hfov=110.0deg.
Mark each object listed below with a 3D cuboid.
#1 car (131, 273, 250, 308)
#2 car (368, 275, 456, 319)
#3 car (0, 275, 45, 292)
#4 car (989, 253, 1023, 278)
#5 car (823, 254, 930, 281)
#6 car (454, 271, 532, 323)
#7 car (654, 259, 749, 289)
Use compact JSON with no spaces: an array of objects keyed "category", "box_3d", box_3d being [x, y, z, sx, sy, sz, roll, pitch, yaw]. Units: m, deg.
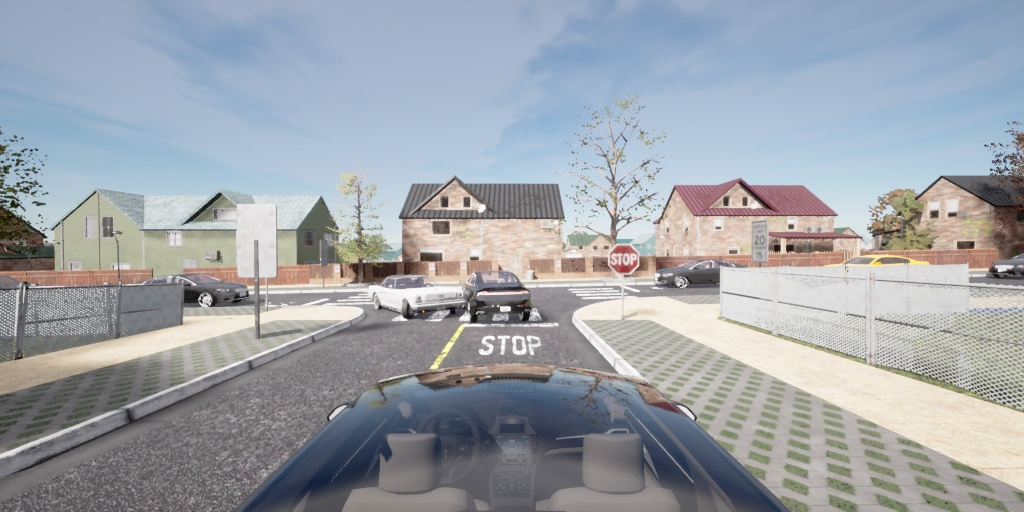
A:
[{"category":"car","box_3d":[-14.904,1.566,16.563,4.902,1.511,2.128,-1,1,0]},{"category":"car","box_3d":[-3.604,1.368,13.069,1.895,1.301,4.718,0,0,-38]},{"category":"car","box_3d":[-24.242,1.648,16.522,4.553,1.767,2.097,-1,1,0]},{"category":"car","box_3d":[29.383,0.478,19.694,4.902,1.511,2.128,-1,1,0]},{"category":"car","box_3d":[19.759,0.690,19.657,5.008,1.535,1.882,-1,1,-1]},{"category":"car","box_3d":[-0.687,1.243,12.210,2.128,1.511,4.902,0,0,-12]},{"category":"car","box_3d":[10.328,0.926,19.619,4.902,1.511,2.128,-1,1,0]}]
